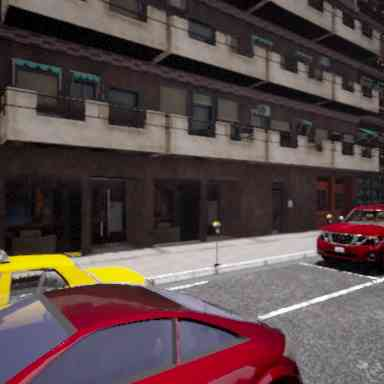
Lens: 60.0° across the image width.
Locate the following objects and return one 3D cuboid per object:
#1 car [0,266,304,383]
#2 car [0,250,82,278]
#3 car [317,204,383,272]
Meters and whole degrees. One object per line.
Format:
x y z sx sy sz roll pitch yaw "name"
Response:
-0.997 1.566 2.668 4.181 1.385 1.994 0 0 -36 "car"
-2.859 1.526 4.517 4.829 1.417 1.752 0 0 -35 "car"
6.300 1.352 11.049 5.009 1.841 2.192 0 0 -36 "car"
